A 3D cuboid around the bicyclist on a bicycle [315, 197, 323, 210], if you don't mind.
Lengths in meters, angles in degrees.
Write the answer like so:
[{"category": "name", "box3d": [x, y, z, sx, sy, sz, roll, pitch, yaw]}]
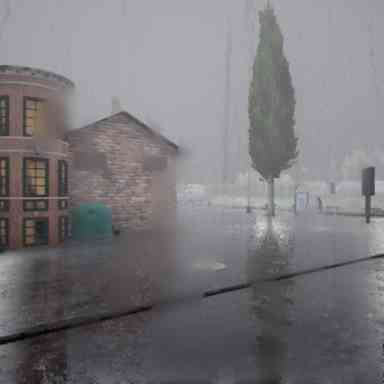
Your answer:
[{"category": "bicyclist on a bicycle", "box3d": [15.323, 1.409, 40.149, 1.656, 1.620, 0.582, 0, 0, -36]}]
